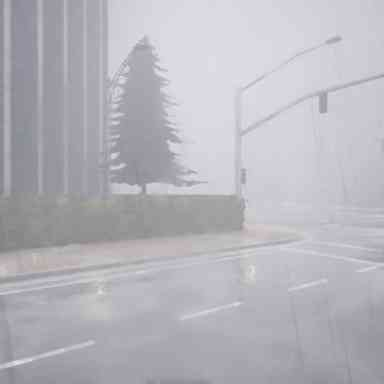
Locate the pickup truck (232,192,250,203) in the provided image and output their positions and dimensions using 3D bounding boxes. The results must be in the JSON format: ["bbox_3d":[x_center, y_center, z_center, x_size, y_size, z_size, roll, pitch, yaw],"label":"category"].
[{"bbox_3d":[9.211,1.005,63.867,2.390,2.098,6.274,0,0,-6],"label":"pickup truck"}]
